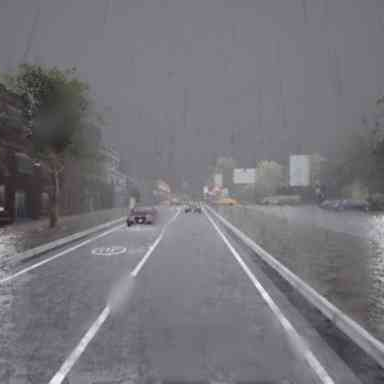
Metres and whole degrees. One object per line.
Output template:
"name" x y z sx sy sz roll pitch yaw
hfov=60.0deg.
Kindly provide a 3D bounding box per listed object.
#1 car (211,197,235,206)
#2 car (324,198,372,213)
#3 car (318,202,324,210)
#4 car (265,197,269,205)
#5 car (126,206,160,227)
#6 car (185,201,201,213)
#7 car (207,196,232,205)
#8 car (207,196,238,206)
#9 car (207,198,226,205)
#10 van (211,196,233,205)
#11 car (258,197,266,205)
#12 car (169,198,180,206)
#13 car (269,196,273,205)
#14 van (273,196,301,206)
"car" 6.272 1.841 67.066 4.553 1.767 2.185 0 -1 0
"car" 18.749 1.513 39.636 4.553 1.767 2.185 0 0 0
"car" 18.678 1.695 42.805 4.674 1.452 2.002 0 0 0
"car" 18.679 2.016 69.053 5.366 1.575 1.946 0 -2 0
"car" -3.353 1.681 23.583 1.994 1.385 4.181 0 0 0
"car" 0.092 1.796 40.421 1.895 1.301 4.718 0 0 0
"car" 6.187 1.973 76.295 5.566 2.045 2.435 0 -2 -1
"car" 6.080 1.899 64.144 5.366 1.575 1.946 0 -1 0
"car" 6.113 2.305 82.240 4.553 1.767 2.185 0 -2 -1
"van" 6.332 1.819 70.105 4.442 1.987 1.878 0 -2 0
"car" 18.418 1.927 74.774 5.566 2.045 2.435 0 -2 -1
"car" -3.308 1.961 64.712 1.812 1.442 4.674 0 -1 0
"car" 18.700 1.952 66.393 5.366 1.575 1.946 0 -1 0
"van" 18.421 1.668 63.602 4.442 1.987 1.878 0 -1 0
